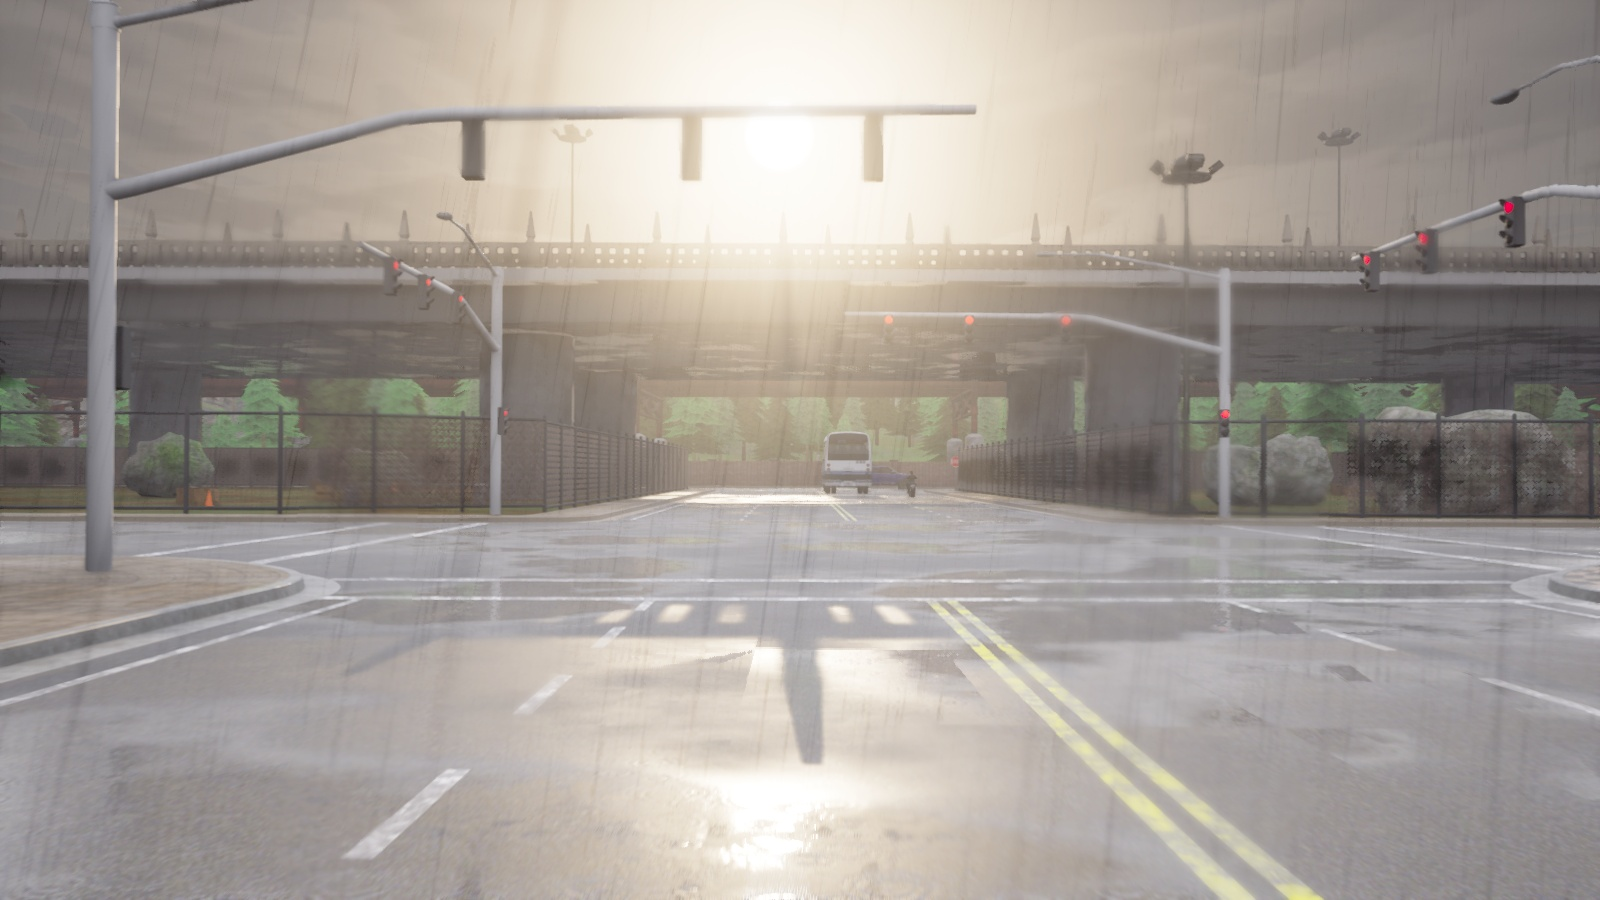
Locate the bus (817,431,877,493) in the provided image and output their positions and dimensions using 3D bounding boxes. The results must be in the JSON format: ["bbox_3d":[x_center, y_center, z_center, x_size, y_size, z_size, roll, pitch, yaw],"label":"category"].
[{"bbox_3d":[3.280,0.949,91.026,3.944,4.253,10.273,0,-1,0],"label":"bus"}]
